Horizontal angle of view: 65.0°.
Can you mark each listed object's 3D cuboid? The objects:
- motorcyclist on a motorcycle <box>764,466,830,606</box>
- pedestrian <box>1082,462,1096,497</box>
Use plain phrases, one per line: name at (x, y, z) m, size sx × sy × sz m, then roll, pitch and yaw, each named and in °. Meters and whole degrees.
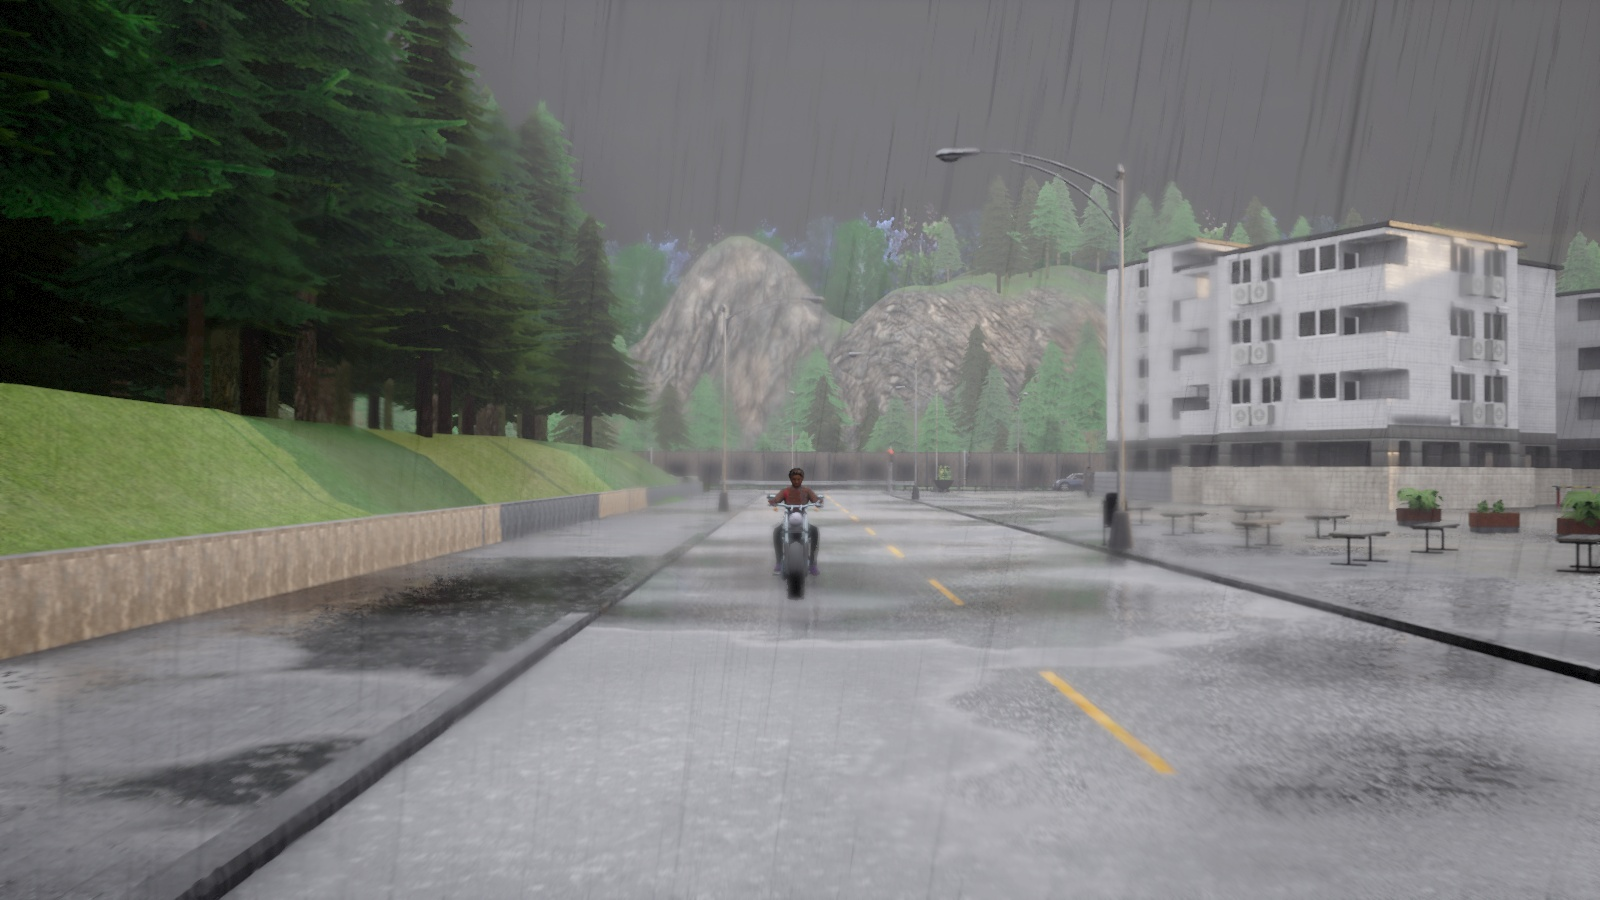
motorcyclist on a motorcycle at (-0.037, 1.034, 16.031) m, size 0.766 × 1.649 × 2.350 m, roll 0°, pitch -1°, yaw 0°
pedestrian at (16.379, 1.650, 71.157) m, size 0.659 × 1.952 × 0.873 m, roll 0°, pitch -1°, yaw 9°
